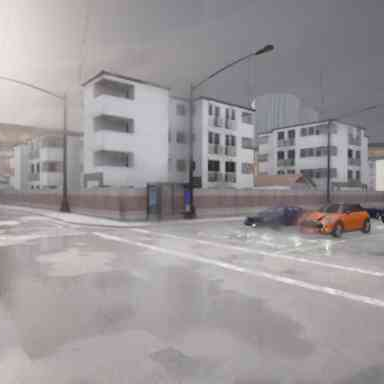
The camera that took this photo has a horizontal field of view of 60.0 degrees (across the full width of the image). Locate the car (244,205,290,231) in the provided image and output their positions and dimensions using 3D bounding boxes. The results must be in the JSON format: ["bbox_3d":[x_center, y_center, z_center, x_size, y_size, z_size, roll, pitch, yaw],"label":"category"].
[{"bbox_3d":[5.675,1.548,20.827,5.357,1.411,2.033,0,0,-38],"label":"car"}]

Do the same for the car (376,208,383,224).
[{"bbox_3d":[15.451,1.520,23.876,5.008,1.535,1.882,0,0,-37],"label":"car"}]

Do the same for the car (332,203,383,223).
[{"bbox_3d":[13.429,1.635,26.745,4.718,1.301,1.895,0,0,-37],"label":"car"}]

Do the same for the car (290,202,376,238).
[{"bbox_3d":[7.672,1.361,17.933,4.553,1.767,2.097,0,0,-38],"label":"car"}]
